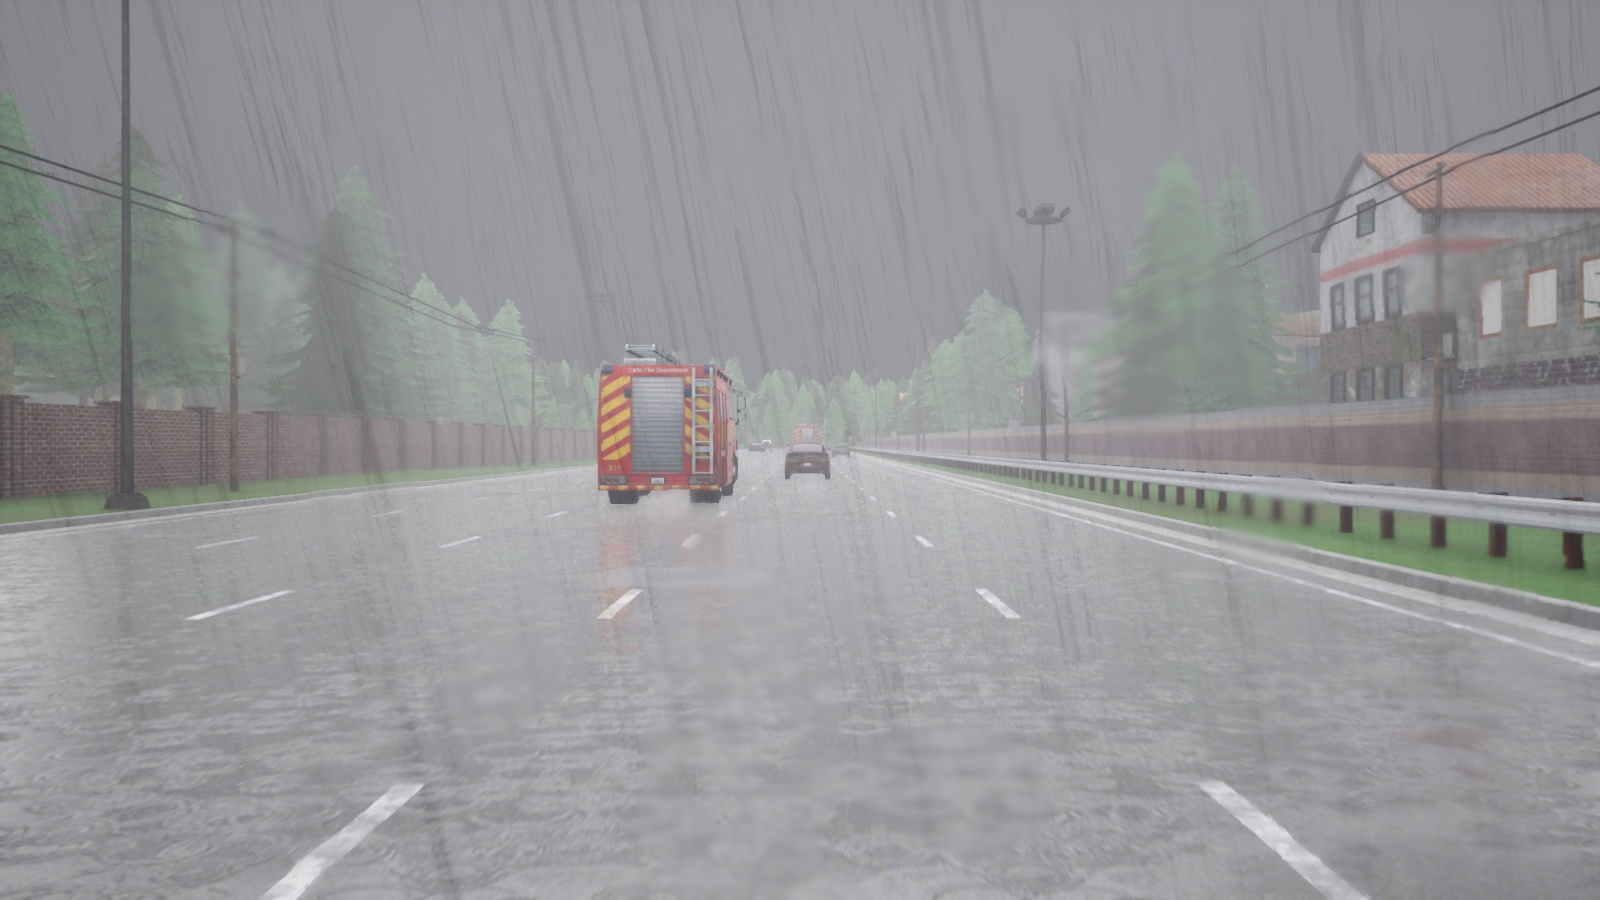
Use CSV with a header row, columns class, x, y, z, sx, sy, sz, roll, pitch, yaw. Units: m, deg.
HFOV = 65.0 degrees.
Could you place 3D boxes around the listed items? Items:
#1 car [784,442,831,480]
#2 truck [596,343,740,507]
class,x,y,z,sx,sy,sz,roll,pitch,yaw
car,0.321,0.423,53.440,1.882,1.535,5.008,0,0,0
truck,-3.292,-0.610,33.585,2.891,3.827,8.468,0,0,0
